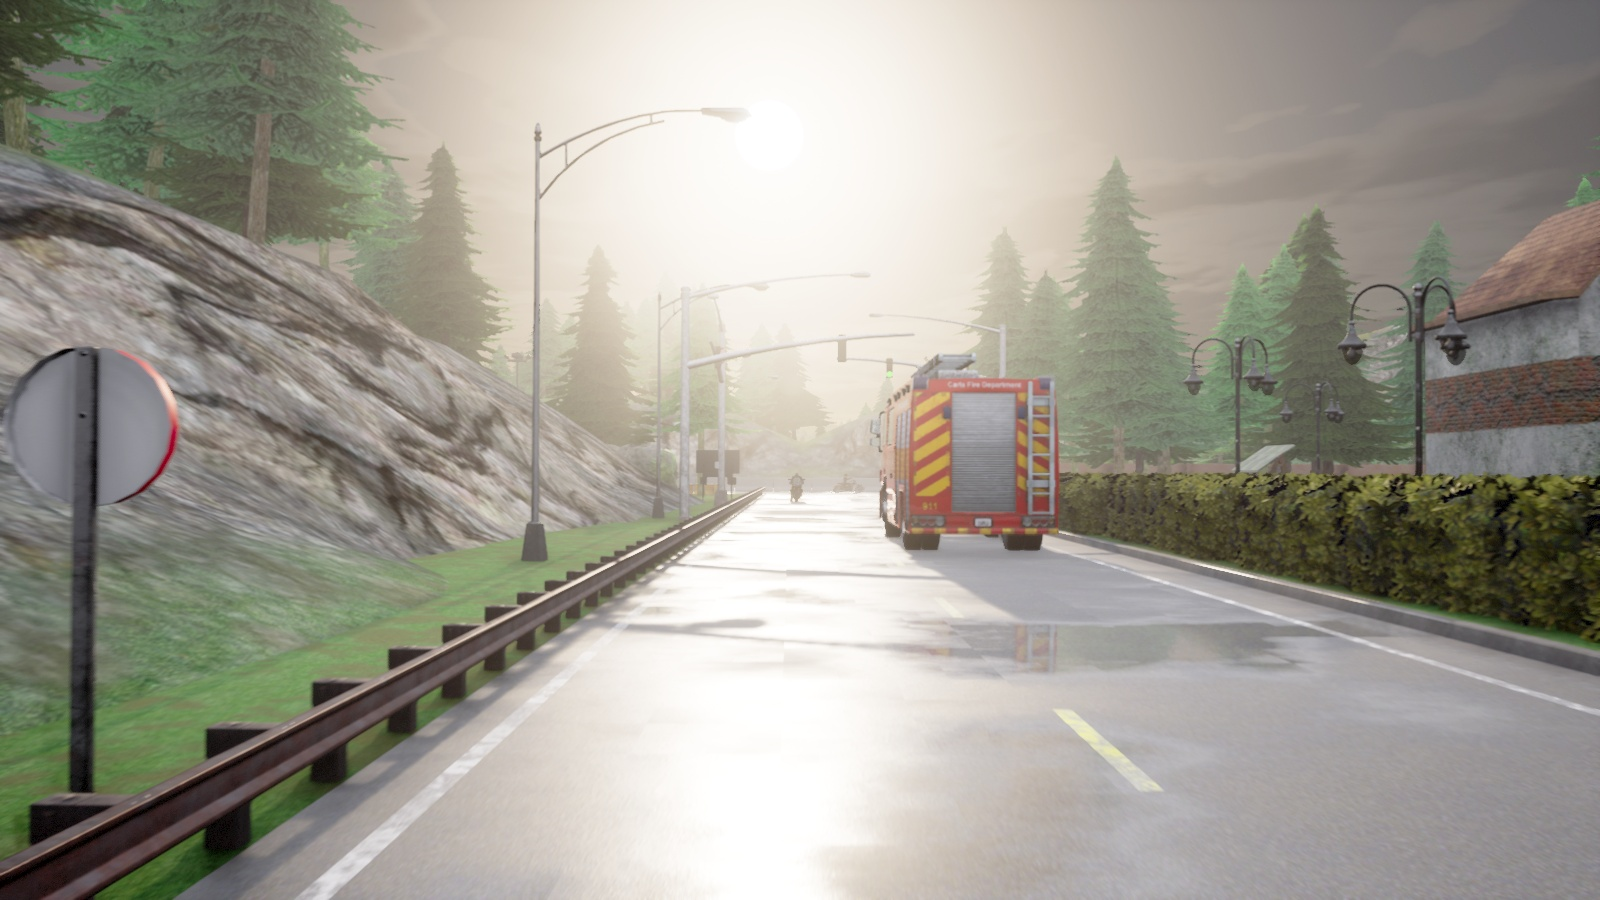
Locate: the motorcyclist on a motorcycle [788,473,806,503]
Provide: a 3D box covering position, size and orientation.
[{"bbox_3d":[-0.154,1.921,63.985,0.866,1.530,2.191,0,-1,0],"label":"motorcyclist on a motorcycle"}]

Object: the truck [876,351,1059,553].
[{"bbox_3d":[3.428,0.105,28.019,2.891,3.827,8.468,0,-1,0],"label":"truck"}]

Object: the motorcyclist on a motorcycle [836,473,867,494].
[{"bbox_3d":[3.983,2.576,97.437,2.350,1.649,0.766,0,-1,-1],"label":"motorcyclist on a motorcycle"}]
